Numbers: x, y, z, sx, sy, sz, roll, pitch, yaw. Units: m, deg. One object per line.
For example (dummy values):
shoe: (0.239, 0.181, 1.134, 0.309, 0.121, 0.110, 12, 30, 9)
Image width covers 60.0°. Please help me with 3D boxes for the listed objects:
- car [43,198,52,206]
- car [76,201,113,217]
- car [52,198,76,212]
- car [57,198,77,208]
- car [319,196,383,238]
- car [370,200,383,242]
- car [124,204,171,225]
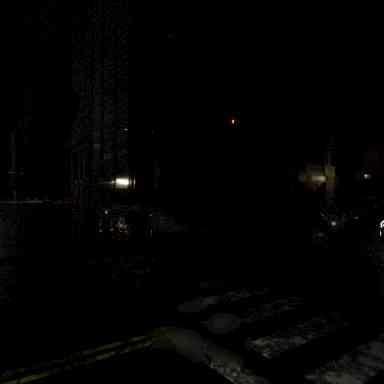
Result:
car: (-26.507, 1.802, 62.419, 2.128, 1.511, 4.902, 1, -1, -36)
car: (-9.339, 1.619, 32.705, 2.128, 1.511, 4.902, 1, -1, -36)
car: (-15.490, 1.724, 41.394, 2.033, 1.411, 5.357, 1, -1, -34)
car: (-20.118, 1.785, 53.417, 1.812, 1.442, 4.674, 1, 0, -35)
car: (9.386, 1.257, 18.330, 5.566, 2.045, 2.150, 1, 0, -35)
car: (10.405, 1.381, 15.067, 4.553, 1.767, 2.097, 0, 0, -35)
car: (-3.390, 1.607, 24.340, 1.812, 1.442, 4.674, 1, -1, -37)
